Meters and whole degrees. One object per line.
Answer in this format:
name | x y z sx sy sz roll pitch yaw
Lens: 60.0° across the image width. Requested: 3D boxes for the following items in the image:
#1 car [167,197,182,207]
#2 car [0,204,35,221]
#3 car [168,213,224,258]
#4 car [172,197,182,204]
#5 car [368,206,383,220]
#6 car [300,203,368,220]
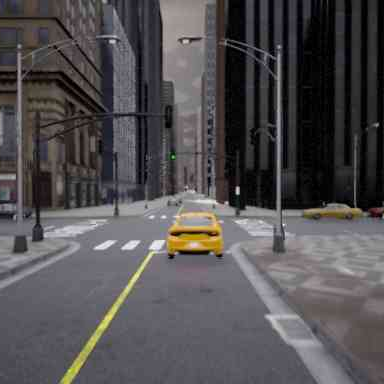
car | -3.176 1.802 56.195 1.812 1.442 4.674 0 0 0
car | -15.388 1.672 27.506 4.403 1.369 2.008 0 1 0
car | 0.223 1.544 13.059 1.882 1.535 5.008 0 0 4
car | -3.152 1.822 71.513 1.882 1.535 5.008 0 0 0
car | 17.003 1.575 27.683 4.507 1.381 1.887 0 1 0
car | 11.532 1.568 27.653 4.829 1.417 1.752 0 1 0
